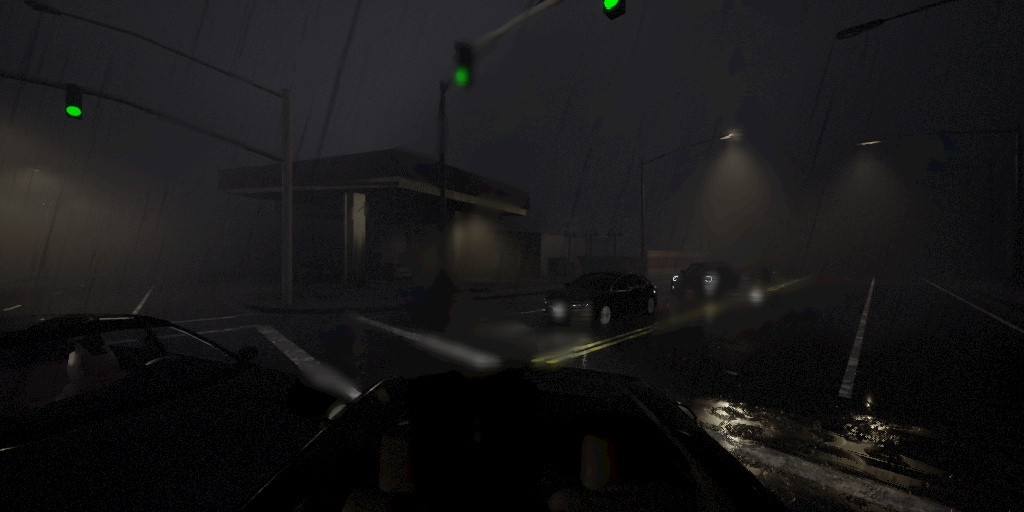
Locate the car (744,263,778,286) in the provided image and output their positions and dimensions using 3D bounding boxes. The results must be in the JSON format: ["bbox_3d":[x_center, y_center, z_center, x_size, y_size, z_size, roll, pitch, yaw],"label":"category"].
[{"bbox_3d":[16.919,1.314,25.190,1.994,1.385,4.181,0,0,45],"label":"car"}]

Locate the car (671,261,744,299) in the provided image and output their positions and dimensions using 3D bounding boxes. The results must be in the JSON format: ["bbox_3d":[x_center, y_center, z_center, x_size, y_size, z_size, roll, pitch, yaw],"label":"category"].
[{"bbox_3d":[9.918,1.102,18.355,4.553,1.767,2.097,0,0,-44],"label":"car"}]

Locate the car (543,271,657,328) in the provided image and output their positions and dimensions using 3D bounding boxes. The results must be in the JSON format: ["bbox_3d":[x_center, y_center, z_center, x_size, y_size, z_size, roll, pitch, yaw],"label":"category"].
[{"bbox_3d":[3.006,1.255,11.584,4.892,1.490,1.837,0,0,-45],"label":"car"}]

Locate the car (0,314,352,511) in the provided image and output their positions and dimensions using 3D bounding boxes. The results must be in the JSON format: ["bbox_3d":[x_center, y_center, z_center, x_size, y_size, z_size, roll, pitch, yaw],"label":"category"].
[{"bbox_3d":[-3.393,1.242,2.634,4.902,1.511,2.128,0,0,15],"label":"car"}]

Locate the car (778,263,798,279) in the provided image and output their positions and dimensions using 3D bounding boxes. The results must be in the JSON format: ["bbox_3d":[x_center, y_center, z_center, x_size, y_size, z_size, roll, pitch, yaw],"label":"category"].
[{"bbox_3d":[24.129,1.314,32.166,4.181,1.385,1.994,0,0,-44],"label":"car"}]
